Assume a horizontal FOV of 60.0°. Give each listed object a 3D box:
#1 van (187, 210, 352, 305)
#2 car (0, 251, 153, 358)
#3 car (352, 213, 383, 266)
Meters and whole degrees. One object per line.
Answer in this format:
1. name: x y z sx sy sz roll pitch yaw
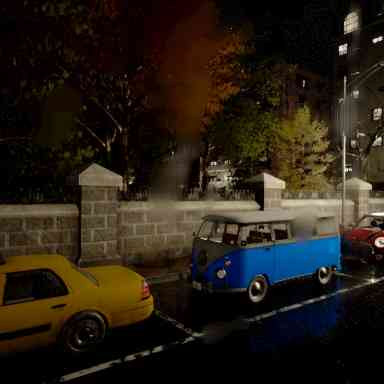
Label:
1. van: 1.806 1.343 7.840 3.998 1.788 1.690 0 1 -36
2. car: -2.901 1.525 4.481 4.829 1.417 1.752 0 1 -36
3. car: 6.374 1.442 11.103 4.097 1.590 1.967 0 1 -36
